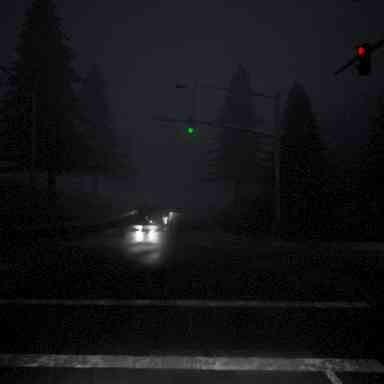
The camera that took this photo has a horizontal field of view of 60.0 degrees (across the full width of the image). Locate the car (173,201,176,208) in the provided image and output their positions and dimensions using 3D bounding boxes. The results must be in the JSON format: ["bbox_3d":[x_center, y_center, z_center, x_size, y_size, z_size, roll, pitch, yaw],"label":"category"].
[{"bbox_3d":[-3.895,2.093,48.627,2.128,1.511,4.902,0,-1,-7],"label":"car"}]

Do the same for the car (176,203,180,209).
[{"bbox_3d":[-4.049,2.303,59.815,1.994,1.385,4.181,1,-1,-39],"label":"car"}]

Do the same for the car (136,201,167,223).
[{"bbox_3d":[-3.627,1.850,28.974,2.128,1.511,4.902,0,-1,0],"label":"car"}]

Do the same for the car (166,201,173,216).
[{"bbox_3d":[-3.614,1.954,38.477,1.882,1.535,5.008,0,-1,0],"label":"car"}]
